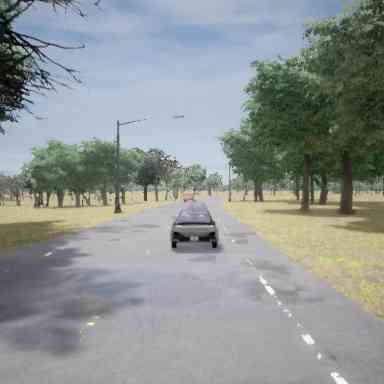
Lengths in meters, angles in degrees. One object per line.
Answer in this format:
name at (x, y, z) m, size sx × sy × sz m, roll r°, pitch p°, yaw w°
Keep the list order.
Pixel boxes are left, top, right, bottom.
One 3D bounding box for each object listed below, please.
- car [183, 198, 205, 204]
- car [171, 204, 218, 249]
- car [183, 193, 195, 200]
car at (0.494, 1.557, 29.571) m, size 2.033 × 1.411 × 5.357 m, roll 0°, pitch 0°, yaw 2°
car at (0.123, 1.490, 14.603) m, size 2.128 × 1.511 × 4.902 m, roll 0°, pitch 0°, yaw 1°
car at (-0.625, 1.249, 71.929) m, size 2.150 × 2.045 × 5.566 m, roll 0°, pitch 0°, yaw 5°
